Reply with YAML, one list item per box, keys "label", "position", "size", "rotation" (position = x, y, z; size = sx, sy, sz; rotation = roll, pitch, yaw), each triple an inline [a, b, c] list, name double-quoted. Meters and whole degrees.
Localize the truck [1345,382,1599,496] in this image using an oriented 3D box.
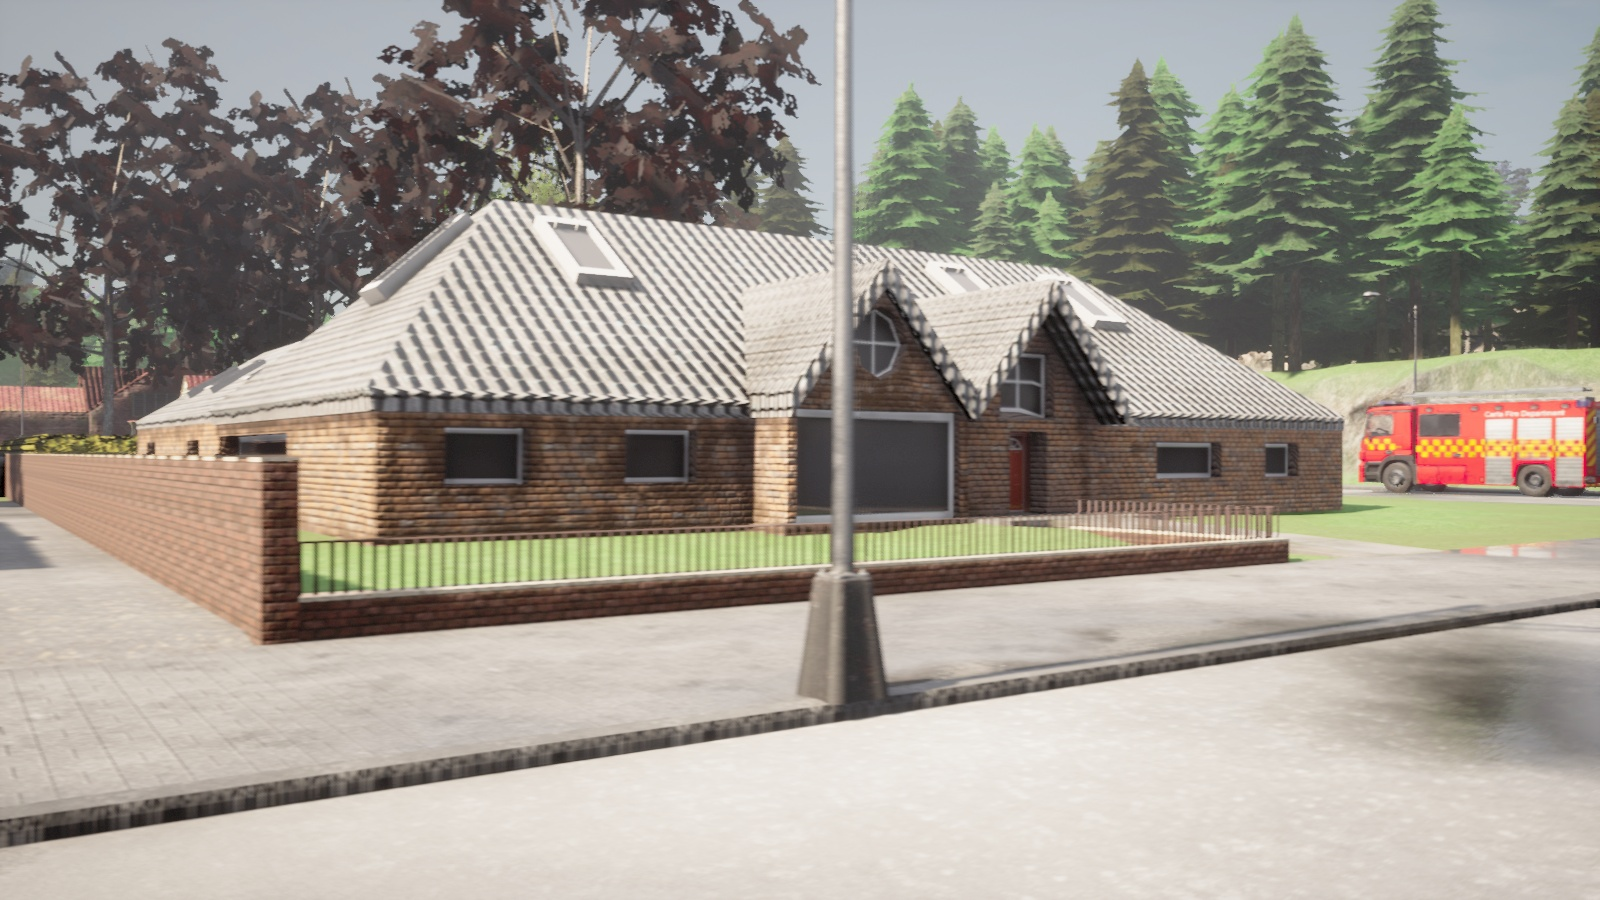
- label: "truck"
  position: [25.028, -0.358, 46.673]
  size: [2.891, 3.827, 8.468]
  rotation: [0, 0, -34]
